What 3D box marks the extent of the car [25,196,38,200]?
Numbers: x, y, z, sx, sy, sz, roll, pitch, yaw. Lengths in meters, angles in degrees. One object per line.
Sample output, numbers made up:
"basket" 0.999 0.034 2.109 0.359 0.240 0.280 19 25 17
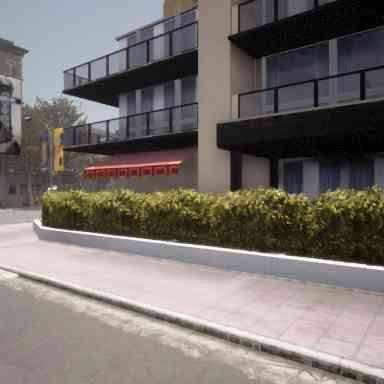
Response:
"car" -34.539 1.481 68.283 4.892 1.521 2.231 0 0 37
